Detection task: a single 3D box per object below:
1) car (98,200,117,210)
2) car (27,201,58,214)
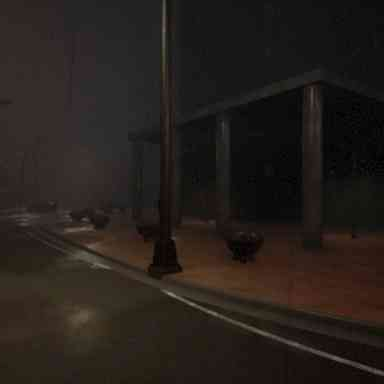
[{"bbox_3d":[-13.737,2.070,54.171,1.837,1.490,4.892,0,-1,4],"label":"car"},{"bbox_3d":[-18.432,1.886,41.269,2.128,1.511,4.902,0,-1,5],"label":"car"}]
